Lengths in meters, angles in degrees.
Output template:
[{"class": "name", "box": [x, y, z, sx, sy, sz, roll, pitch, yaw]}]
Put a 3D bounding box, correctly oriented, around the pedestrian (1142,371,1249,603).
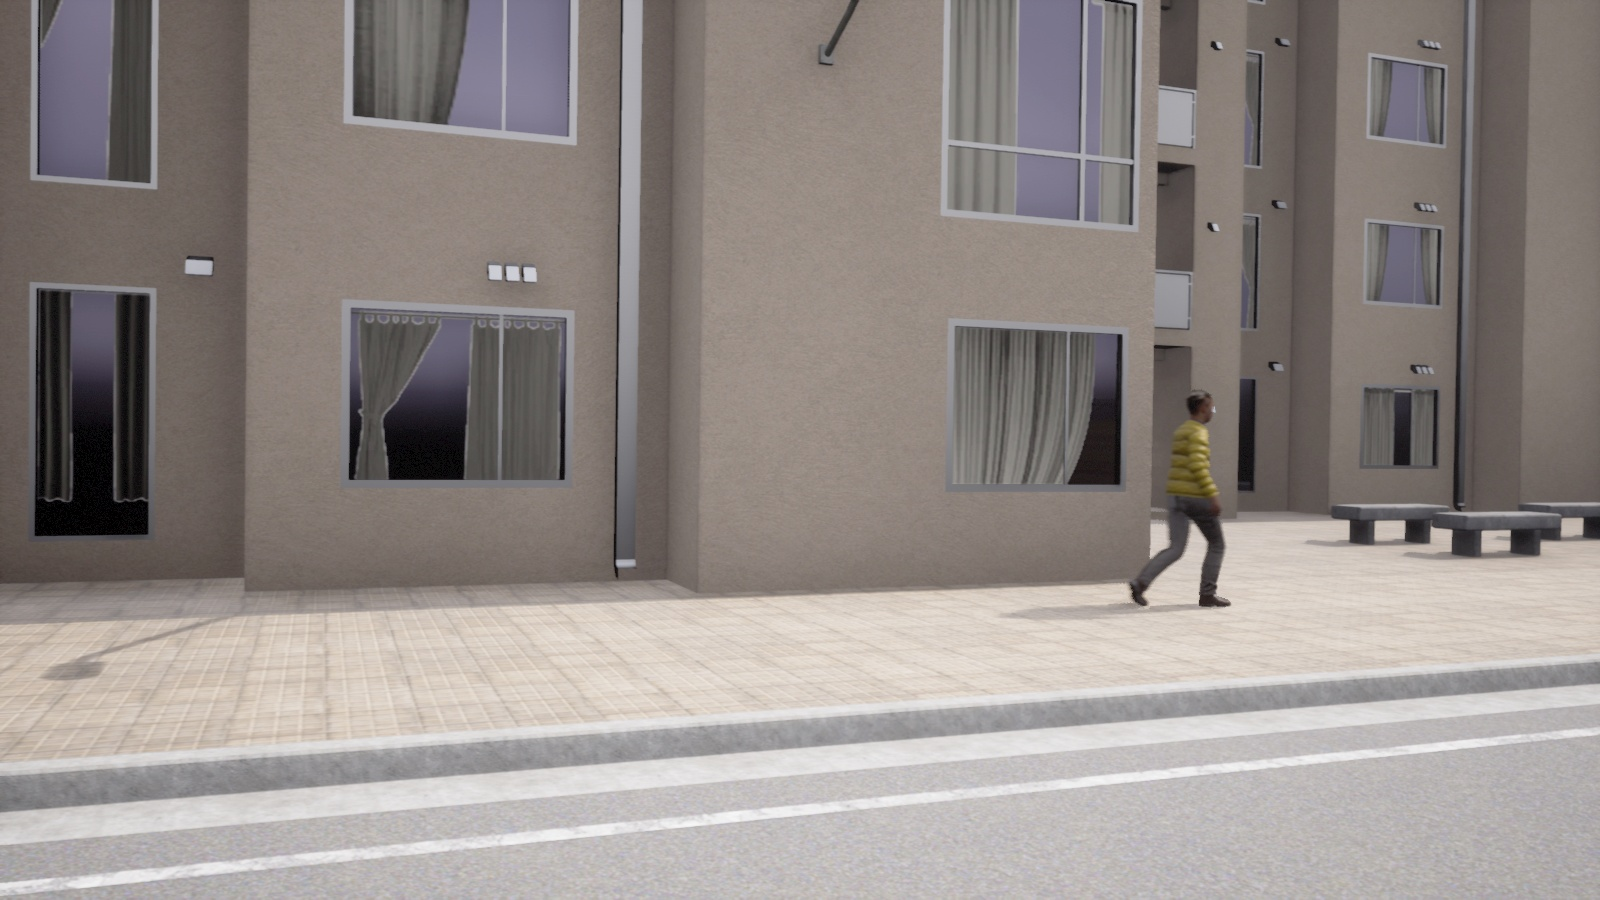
[{"class": "pedestrian", "box": [3.230, 0.289, 10.259, 0.709, 1.840, 0.431, -1, 1, -13]}]
